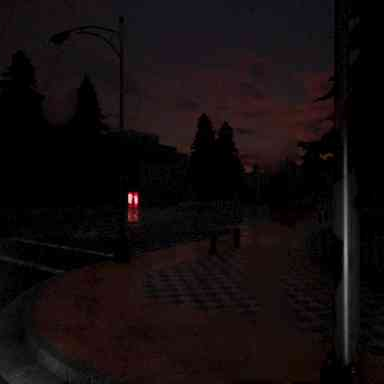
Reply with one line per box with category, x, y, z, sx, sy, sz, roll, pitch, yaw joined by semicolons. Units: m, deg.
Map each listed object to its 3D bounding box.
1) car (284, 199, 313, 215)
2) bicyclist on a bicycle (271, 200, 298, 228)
car;10.932;1.518;34.126;1.837;1.490;4.892;0;-1;35
bicyclist on a bicycle;5.417;1.316;19.633;1.656;1.620;0.582;0;0;35
